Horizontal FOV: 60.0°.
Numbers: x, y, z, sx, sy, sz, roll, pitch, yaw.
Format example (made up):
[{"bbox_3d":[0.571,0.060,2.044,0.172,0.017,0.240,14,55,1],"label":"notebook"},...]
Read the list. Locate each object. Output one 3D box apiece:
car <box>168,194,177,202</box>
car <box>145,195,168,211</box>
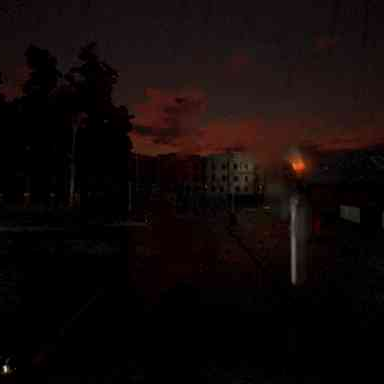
[{"bbox_3d":[-3.945,1.062,64.317,1.882,1.535,5.008,0,0,-1],"label":"car"},{"bbox_3d":[-4.066,1.239,36.965,1.882,1.535,5.008,0,1,0],"label":"car"}]
